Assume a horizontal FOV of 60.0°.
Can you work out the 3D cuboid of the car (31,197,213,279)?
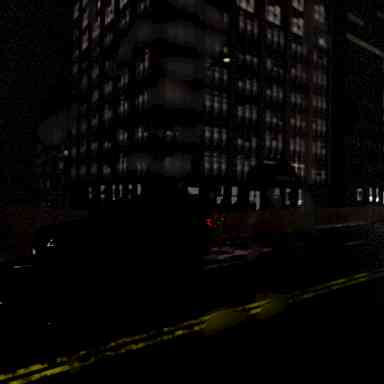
[{"bbox_3d":[-1.902,1.201,10.360,5.566,2.045,2.150,-1,0,-35],"label":"car"}]
